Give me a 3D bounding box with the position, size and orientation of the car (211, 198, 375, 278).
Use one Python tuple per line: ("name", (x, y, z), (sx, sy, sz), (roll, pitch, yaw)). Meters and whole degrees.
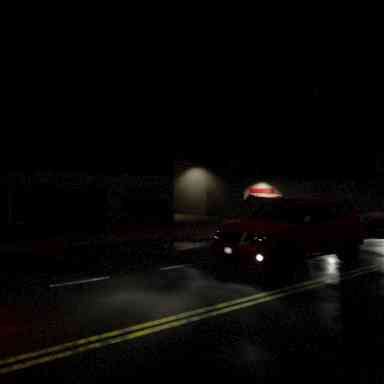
("car", (3.229, 1.224, 10.562), (5.566, 2.045, 2.150), (0, 0, -35))
